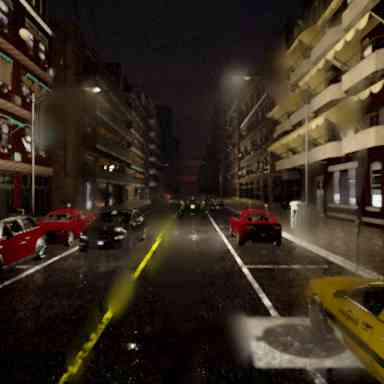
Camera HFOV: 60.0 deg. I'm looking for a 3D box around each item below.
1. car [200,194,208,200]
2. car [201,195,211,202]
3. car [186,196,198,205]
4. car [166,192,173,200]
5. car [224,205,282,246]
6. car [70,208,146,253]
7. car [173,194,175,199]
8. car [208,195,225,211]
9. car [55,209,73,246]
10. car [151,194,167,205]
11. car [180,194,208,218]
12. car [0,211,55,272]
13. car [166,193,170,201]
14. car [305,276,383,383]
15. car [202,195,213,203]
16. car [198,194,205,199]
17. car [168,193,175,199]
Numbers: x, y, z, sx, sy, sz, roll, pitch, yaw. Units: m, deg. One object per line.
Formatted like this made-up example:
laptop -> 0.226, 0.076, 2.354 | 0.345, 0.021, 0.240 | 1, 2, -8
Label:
car -> 2.730, 1.239, 76.788 | 1.802, 1.307, 4.206 | 0, 0, 0
car -> 2.724, 1.274, 65.515 | 1.947, 1.339, 4.313 | 0, 0, 0
car -> 0.029, 1.358, 54.602 | 1.895, 1.301, 4.718 | 0, 0, 0
car -> -5.653, 1.227, 71.160 | 1.887, 1.381, 4.507 | 0, 0, 0
car -> 2.699, 1.480, 14.790 | 1.887, 1.381, 4.507 | 0, 0, 0
car -> -3.008, 1.448, 13.410 | 1.837, 1.490, 4.892 | 0, 0, 0
car -> -5.647, 0.946, 82.432 | 2.192, 1.841, 5.009 | 0, 0, 0
car -> 2.710, 1.386, 37.334 | 2.008, 1.369, 4.403 | 0, 0, 0
car -> -5.681, 1.479, 14.799 | 1.887, 1.381, 4.507 | 0, 0, 0
car -> -5.662, 1.310, 54.251 | 2.008, 1.369, 4.403 | 0, 0, 0
car -> 0.066, 1.225, 28.783 | 2.097, 1.767, 4.553 | 0, 0, 0
car -> -5.684, 1.400, 9.161 | 1.967, 1.590, 4.097 | 0, 0, 0
car -> -5.659, 1.284, 59.888 | 2.008, 1.369, 4.403 | 0, 0, 0
car -> 2.693, 1.509, 3.688 | 1.752, 1.417, 4.829 | 0, 0, 0
car -> 2.722, 1.258, 60.049 | 1.752, 1.417, 4.829 | 0, 0, 0
car -> 2.739, 1.162, 93.697 | 1.802, 1.307, 4.206 | 0, 0, 0
car -> -5.642, 1.106, 93.534 | 1.752, 1.417, 4.829 | 0, 0, 0
